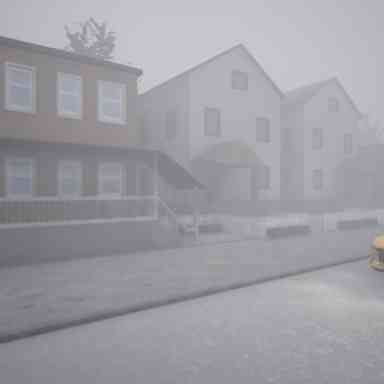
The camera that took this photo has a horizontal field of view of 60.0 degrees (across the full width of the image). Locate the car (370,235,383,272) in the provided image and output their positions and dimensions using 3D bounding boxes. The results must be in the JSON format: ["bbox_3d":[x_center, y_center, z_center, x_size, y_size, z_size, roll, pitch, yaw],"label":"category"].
[{"bbox_3d":[7.090,1.469,9.606,5.008,1.535,1.882,0,0,-35],"label":"car"}]
